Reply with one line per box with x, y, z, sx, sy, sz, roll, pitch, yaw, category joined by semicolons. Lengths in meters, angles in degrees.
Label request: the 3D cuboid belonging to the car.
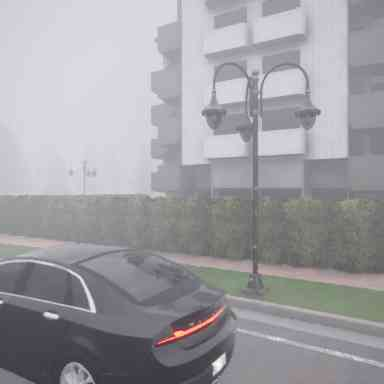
-1.794;1.504;4.630;4.892;1.490;1.837;0;0;31;car
